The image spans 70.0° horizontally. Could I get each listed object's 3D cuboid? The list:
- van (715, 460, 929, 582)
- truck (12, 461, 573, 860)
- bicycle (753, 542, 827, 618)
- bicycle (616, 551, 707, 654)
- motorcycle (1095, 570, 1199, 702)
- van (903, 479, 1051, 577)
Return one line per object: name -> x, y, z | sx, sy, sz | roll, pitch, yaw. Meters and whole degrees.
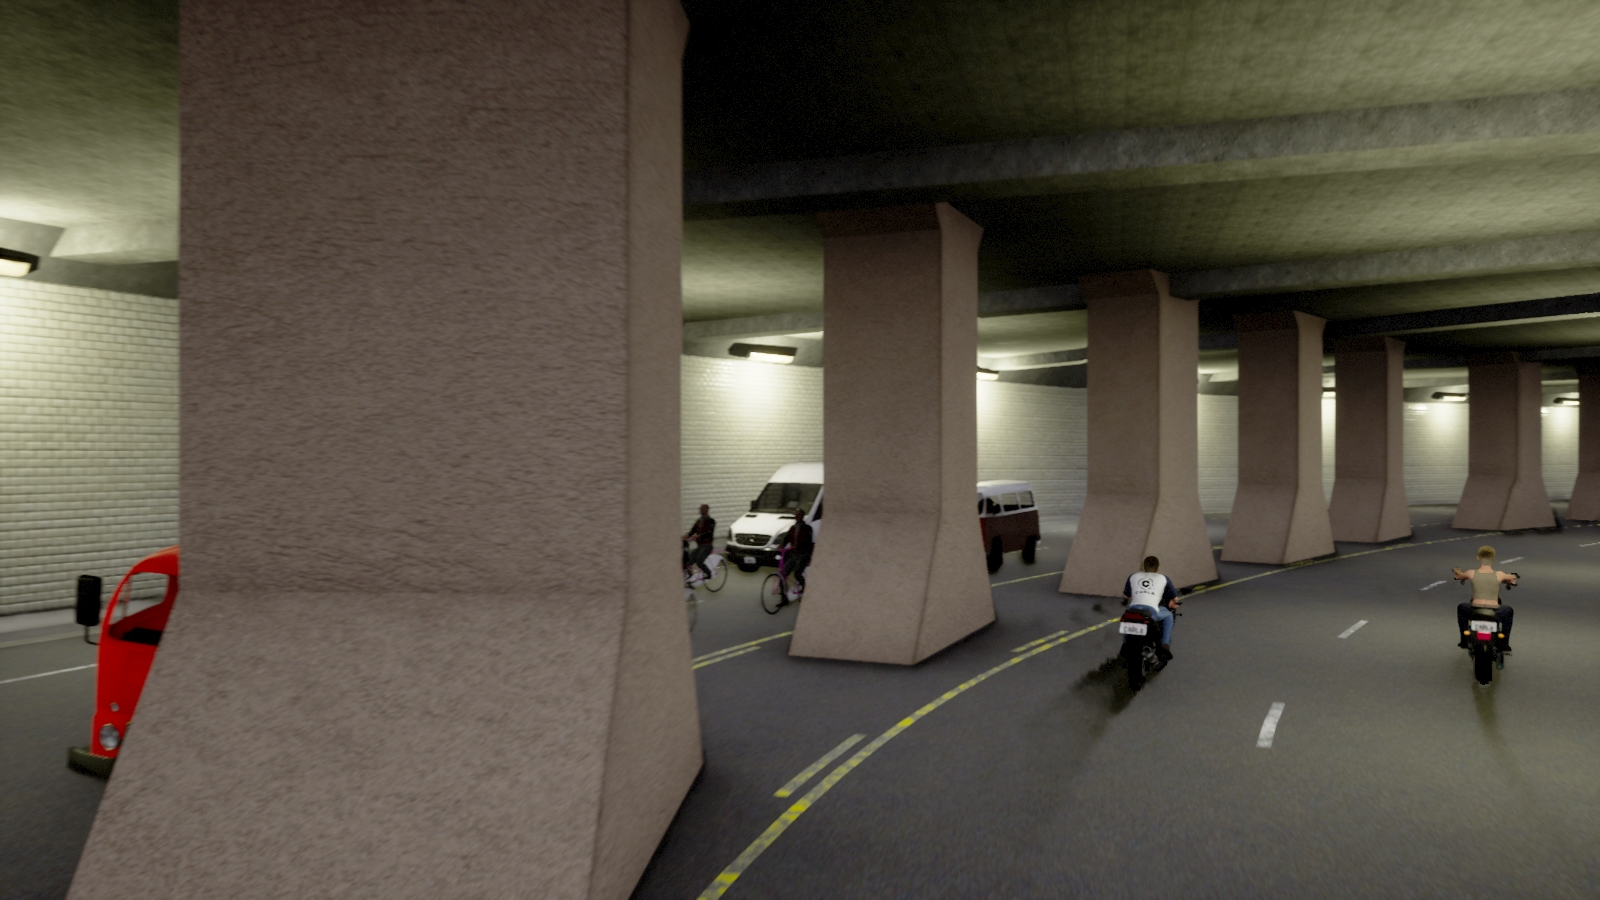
van -> 0.685, 1.535, 27.303 | 1.988, 2.561, 5.915 | 0, 0, 37
truck -> -4.586, 1.665, 11.575 | 2.627, 2.467, 5.204 | 6, 5, 9
bicycle -> -0.146, 2.233, 19.858 | 0.329, 1.126, 1.835 | 0, 0, 33
bicycle -> -1.975, 2.169, 16.528 | 0.329, 1.251, 1.835 | 0, 0, 27
motorcycle -> 4.211, 2.176, 13.750 | 0.803, 1.224, 2.033 | 1, 0, 28
van -> 4.396, 1.786, 27.747 | 2.069, 2.038, 4.480 | 0, 0, 30
